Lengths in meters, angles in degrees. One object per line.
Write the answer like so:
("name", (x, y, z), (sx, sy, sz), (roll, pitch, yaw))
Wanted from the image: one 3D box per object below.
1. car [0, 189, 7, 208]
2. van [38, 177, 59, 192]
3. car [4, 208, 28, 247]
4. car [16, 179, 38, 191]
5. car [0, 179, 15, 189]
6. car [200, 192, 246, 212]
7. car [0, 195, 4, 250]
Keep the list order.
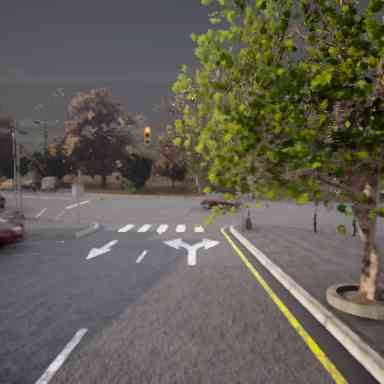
("car", (-17.809, 0.964, 29.155), (2.163, 1.488, 4.792), (0, 6, -15))
("van", (-20.314, -1.115, 47.782), (1.878, 1.987, 4.442), (1, 5, -14))
("car", (-8.716, 1.530, 12.379), (4.674, 1.452, 2.002), (-1, 0, -19))
("car", (-23.284, -1.141, 48.177), (2.185, 1.767, 4.553), (0, 5, -13))
("car", (-26.277, -1.157, 48.727), (1.946, 1.575, 5.366), (0, 5, -13))
("car", (3.115, 0.854, 32.512), (4.553, 1.767, 2.097), (3, 4, 3))
("car", (-8.773, 1.238, 9.346), (5.566, 2.045, 2.435), (-1, 0, -19))
